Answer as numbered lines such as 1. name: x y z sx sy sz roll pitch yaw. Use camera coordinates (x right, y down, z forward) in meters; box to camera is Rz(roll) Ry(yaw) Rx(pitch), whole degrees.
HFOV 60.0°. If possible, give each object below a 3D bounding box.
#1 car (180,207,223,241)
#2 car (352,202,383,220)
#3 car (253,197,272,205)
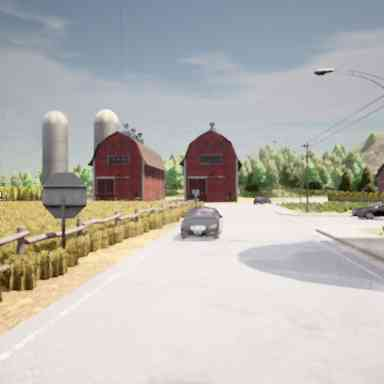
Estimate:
1. car: 0.578 1.529 17.202 2.128 1.511 4.902 0 0 8
2. car: 16.045 1.558 27.809 4.902 1.511 2.128 0 0 6
3. car: 13.227 1.630 62.323 1.812 1.442 4.674 0 0 43
